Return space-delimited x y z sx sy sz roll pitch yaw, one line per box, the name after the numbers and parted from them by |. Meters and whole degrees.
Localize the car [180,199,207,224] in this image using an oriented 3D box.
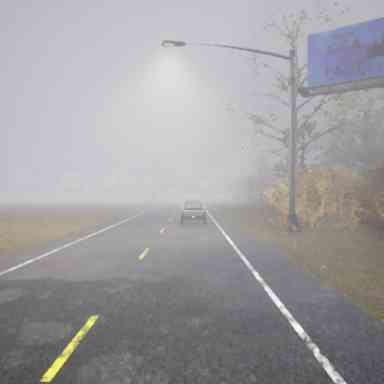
0.101 1.499 25.007 2.128 1.511 4.902 0 0 0 | car
